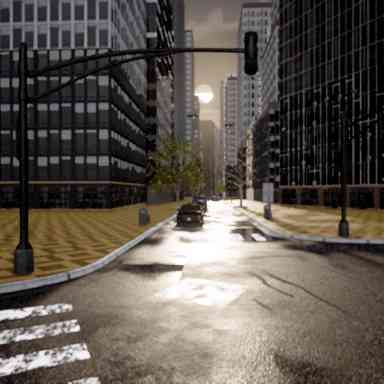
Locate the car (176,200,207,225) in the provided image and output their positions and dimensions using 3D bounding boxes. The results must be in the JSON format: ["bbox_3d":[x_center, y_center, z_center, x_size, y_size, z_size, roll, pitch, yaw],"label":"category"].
[{"bbox_3d":[-0.070,1.619,25.293,1.882,1.535,5.008,0,0,3],"label":"car"}]

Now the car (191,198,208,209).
[{"bbox_3d":[0.493,1.727,35.497,1.812,1.442,4.674,0,0,3],"label":"car"}]

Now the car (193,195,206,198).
[{"bbox_3d":[1.076,1.489,46.140,2.150,2.045,5.566,0,0,3],"label":"car"}]
